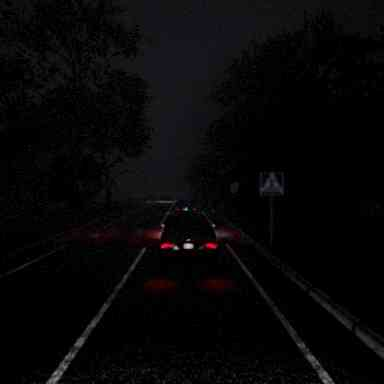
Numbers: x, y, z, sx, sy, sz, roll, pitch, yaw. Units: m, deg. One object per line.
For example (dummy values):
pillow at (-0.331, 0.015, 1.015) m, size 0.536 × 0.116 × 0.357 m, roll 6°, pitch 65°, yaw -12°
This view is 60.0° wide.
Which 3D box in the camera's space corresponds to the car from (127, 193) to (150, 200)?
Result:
car at (-11.882, 0.900, 74.059) m, size 4.892 × 1.521 × 2.231 m, roll 0°, pitch -1°, yaw -1°

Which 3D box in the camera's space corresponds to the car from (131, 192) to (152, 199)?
car at (-12.028, 0.865, 79.608) m, size 4.553 × 1.767 × 2.185 m, roll 0°, pitch -1°, yaw -1°

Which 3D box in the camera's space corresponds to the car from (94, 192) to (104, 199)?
car at (-25.132, 1.062, 82.303) m, size 4.892 × 1.521 × 2.231 m, roll 0°, pitch -1°, yaw -1°

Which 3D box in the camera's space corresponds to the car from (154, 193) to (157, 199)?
car at (-12.029, 0.794, 82.382) m, size 5.566 × 2.045 × 2.435 m, roll 0°, pitch -1°, yaw -1°

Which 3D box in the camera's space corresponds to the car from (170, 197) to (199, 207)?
car at (-0.455, 1.263, 26.412) m, size 2.033 × 1.411 × 5.357 m, roll 0°, pitch 1°, yaw -1°

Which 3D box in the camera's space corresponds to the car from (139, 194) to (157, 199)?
car at (-12.303, 1.274, 93.476) m, size 5.008 × 1.535 × 2.097 m, roll 0°, pitch -1°, yaw -1°

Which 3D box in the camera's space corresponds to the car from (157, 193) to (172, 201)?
car at (-4.509, 0.907, 58.926) m, size 1.994 × 1.385 × 4.181 m, roll 0°, pitch 0°, yaw -1°

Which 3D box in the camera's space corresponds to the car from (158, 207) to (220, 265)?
car at (-0.123, 1.479, 11.432) m, size 2.033 × 1.411 × 5.357 m, roll 0°, pitch 1°, yaw -1°

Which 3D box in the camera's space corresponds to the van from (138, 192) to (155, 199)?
van at (-12.354, 0.991, 90.703) m, size 4.442 × 1.987 × 1.878 m, roll 0°, pitch -1°, yaw -1°

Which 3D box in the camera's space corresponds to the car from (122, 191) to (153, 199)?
car at (-11.631, 0.862, 71.295) m, size 5.366 × 1.575 × 1.946 m, roll 0°, pitch -1°, yaw -1°
